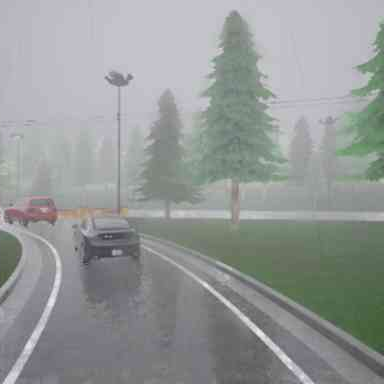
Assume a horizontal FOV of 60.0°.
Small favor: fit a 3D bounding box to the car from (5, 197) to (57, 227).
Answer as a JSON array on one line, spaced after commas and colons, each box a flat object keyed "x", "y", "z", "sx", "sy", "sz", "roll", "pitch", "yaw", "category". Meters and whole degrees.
[{"x": -11.930, "y": 1.408, "z": 24.584, "sx": 2.150, "sy": 2.045, "sz": 5.566, "roll": 1, "pitch": 0, "yaw": -45, "category": "car"}]

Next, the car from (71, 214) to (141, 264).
[{"x": -3.248, "y": 1.593, "z": 12.308, "sx": 1.837, "sy": 1.490, "sz": 4.892, "roll": 0, "pitch": 0, "yaw": -24, "category": "car"}]
